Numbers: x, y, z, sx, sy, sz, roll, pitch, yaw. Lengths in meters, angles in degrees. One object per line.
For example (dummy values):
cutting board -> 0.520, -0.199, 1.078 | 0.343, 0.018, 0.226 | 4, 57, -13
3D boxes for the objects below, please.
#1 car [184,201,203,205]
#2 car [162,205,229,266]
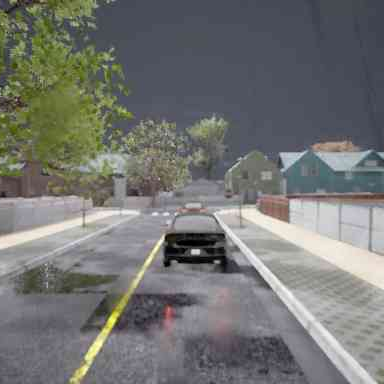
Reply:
car -> 0.127, 1.387, 24.290 | 1.812, 1.442, 4.674 | 0, 0, 1
car -> 0.103, 1.412, 11.253 | 1.882, 1.535, 5.008 | 0, 0, 0
